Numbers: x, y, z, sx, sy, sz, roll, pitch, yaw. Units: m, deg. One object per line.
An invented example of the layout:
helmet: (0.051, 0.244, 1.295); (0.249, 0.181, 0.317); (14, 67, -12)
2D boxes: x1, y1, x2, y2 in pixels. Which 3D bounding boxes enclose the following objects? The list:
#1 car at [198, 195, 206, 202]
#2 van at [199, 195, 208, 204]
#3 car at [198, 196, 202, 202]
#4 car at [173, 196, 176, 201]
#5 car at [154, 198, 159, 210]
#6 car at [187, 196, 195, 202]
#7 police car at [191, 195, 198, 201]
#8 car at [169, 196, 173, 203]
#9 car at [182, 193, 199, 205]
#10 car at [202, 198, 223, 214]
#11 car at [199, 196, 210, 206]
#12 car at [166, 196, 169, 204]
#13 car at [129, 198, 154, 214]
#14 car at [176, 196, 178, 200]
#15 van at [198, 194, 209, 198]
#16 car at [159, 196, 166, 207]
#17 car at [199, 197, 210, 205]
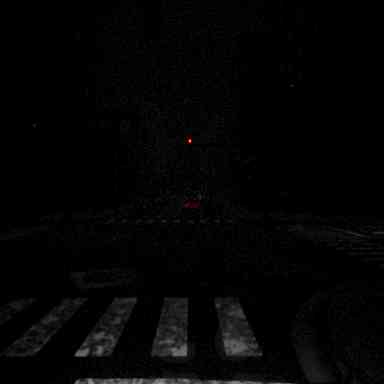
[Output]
car: (2.460, 1.653, 85.966); (1.967, 1.590, 4.097); (0, 0, 0)
van: (2.427, 1.495, 69.434); (1.690, 1.788, 3.998); (0, 0, 0)
car: (2.395, 1.669, 52.901); (1.947, 1.339, 4.313); (0, 0, 0)
car: (-5.576, 1.744, 80.470); (2.008, 1.369, 4.403); (0, 0, 0)
car: (-5.651, 1.516, 41.896); (1.967, 1.590, 4.097); (0, 0, 0)
car: (-0.201, 1.525, 73.906); (1.812, 1.442, 4.674); (0, 0, 0)
police car: (0.657, 1.654, 90.450); (1.930, 1.638, 5.238); (0, 0, 0)
car: (-5.598, 1.595, 69.449); (1.967, 1.590, 4.097); (0, 0, 0)
car: (-0.221, 1.357, 63.551); (2.150, 2.045, 5.566); (0, 0, 0)
car: (2.363, 1.628, 36.368); (1.947, 1.339, 4.313); (0, 0, 0)
car: (2.384, 1.670, 47.391); (1.802, 1.307, 4.206); (0, 0, 0)
car: (-5.619, 1.670, 58.427); (2.008, 1.369, 4.403); (0, 0, 0)
car: (-5.662, 1.503, 36.385); (1.967, 1.590, 4.097); (0, 0, 0)
car: (-5.554, 1.777, 91.492); (1.887, 1.381, 4.507); (0, 0, 0)
van: (2.406, 1.460, 58.412); (1.690, 1.788, 3.998); (0, 0, 0)
car: (-5.630, 1.685, 52.917); (1.802, 1.307, 4.206); (0, 0, 0)
car: (2.417, 1.687, 63.923); (2.008, 1.369, 4.403); (0, 0, 0)
